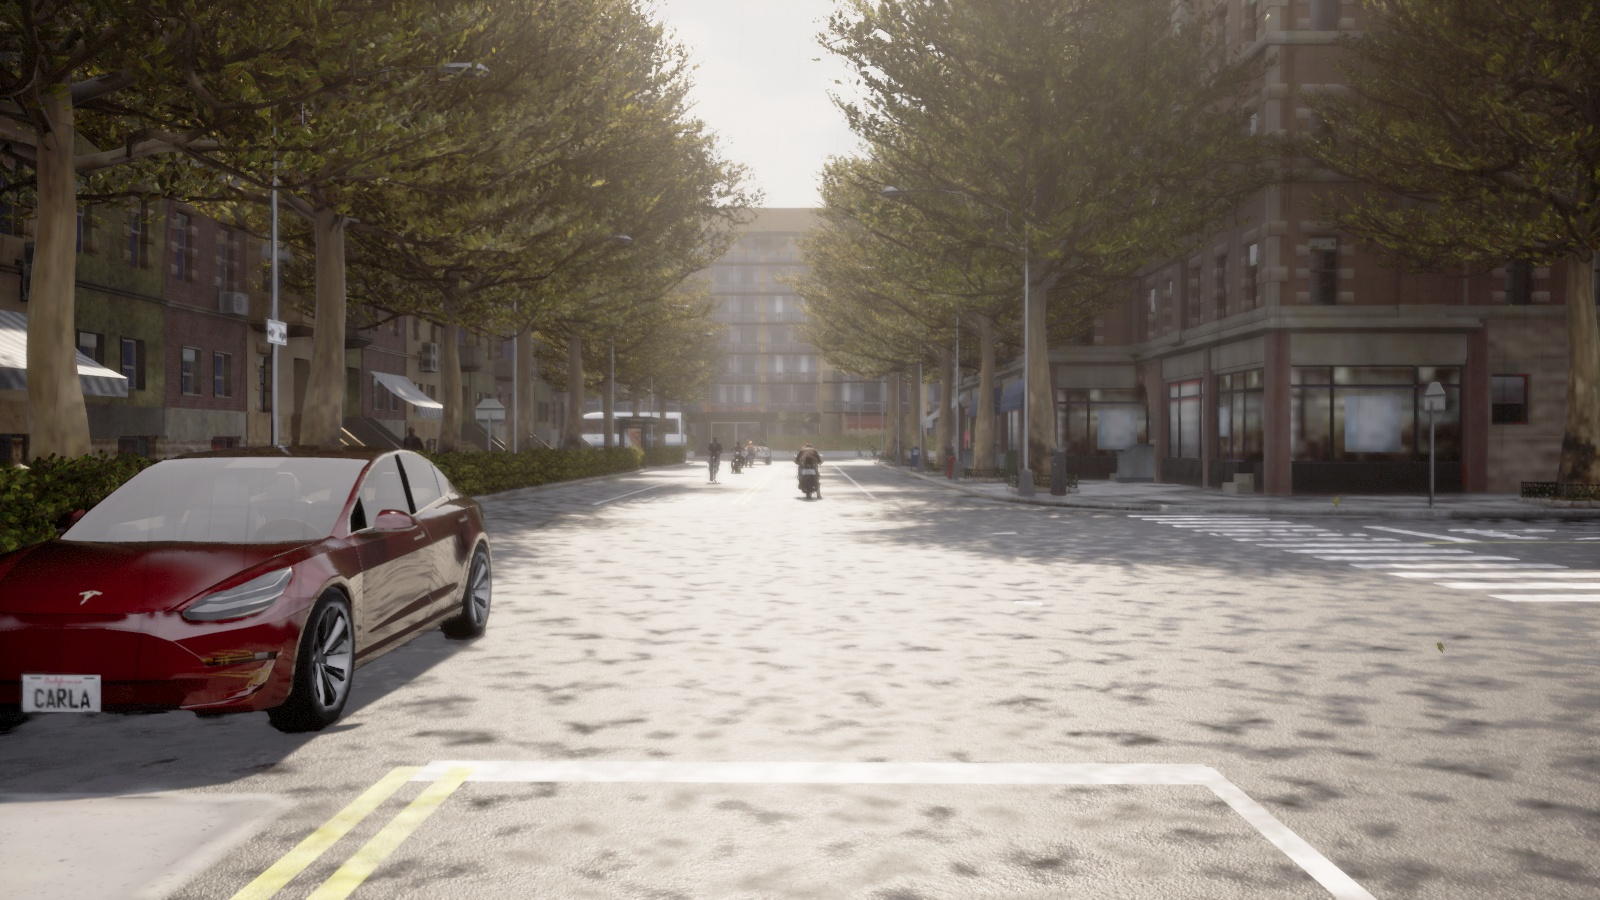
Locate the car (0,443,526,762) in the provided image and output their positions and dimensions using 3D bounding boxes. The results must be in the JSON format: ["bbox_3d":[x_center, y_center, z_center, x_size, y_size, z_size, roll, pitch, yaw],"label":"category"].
[{"bbox_3d":[-3.413,0.697,8.248,2.163,1.488,4.792,0,0,0],"label":"car"}]

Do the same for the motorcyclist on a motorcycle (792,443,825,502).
[{"bbox_3d":[0.237,0.590,33.880,0.866,1.530,2.191,0,0,0],"label":"motorcyclist on a motorcycle"}]

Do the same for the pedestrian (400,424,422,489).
[{"bbox_3d":[-11.313,0.188,36.536,0.376,1.854,0.720,0,0,2],"label":"pedestrian"}]

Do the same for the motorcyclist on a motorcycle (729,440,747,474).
[{"bbox_3d":[-3.067,0.344,62.050,0.766,1.649,2.350,0,0,0],"label":"motorcyclist on a motorcycle"}]

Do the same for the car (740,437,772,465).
[{"bbox_3d":[-2.968,0.080,85.456,1.932,1.855,4.605,0,0,0],"label":"car"}]
